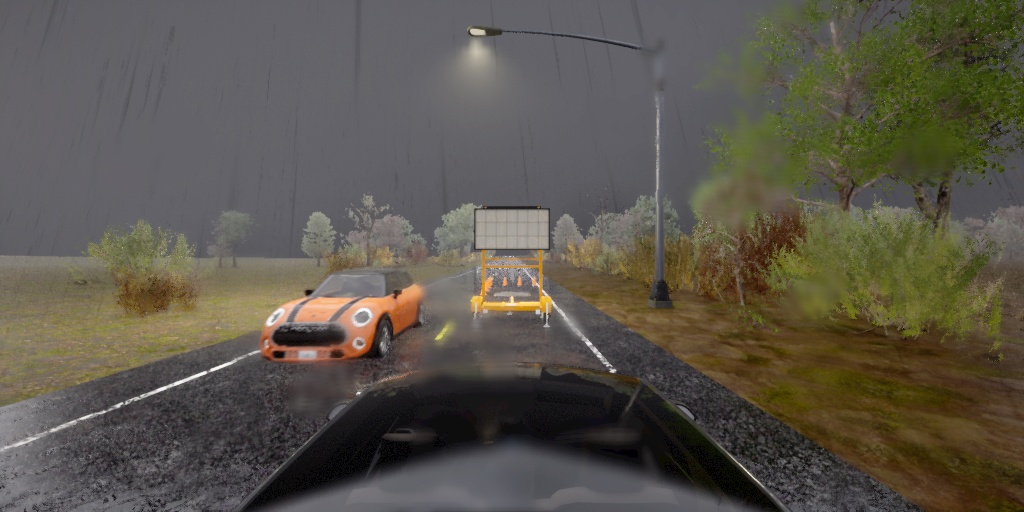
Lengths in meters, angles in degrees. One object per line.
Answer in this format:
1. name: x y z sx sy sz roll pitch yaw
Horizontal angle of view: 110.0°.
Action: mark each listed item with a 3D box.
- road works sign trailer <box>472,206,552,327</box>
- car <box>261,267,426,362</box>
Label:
1. road works sign trailer: 0.006 0.214 11.511 2.380 3.560 2.880 0 0 0
2. car: -3.496 1.102 8.379 2.097 1.767 4.553 0 0 0
